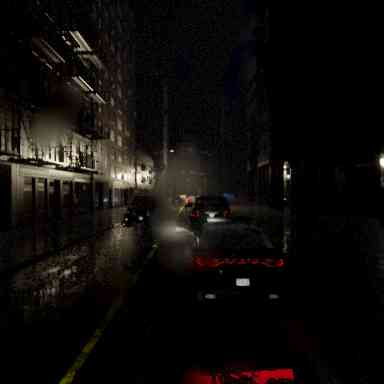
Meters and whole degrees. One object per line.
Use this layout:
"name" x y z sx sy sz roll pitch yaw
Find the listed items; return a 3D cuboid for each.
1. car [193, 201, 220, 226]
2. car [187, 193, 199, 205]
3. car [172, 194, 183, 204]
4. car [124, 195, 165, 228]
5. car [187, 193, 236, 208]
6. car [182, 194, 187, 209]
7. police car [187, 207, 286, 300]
"car" 0.962 1.493 24.450 1.837 1.490 4.892 0 0 0
"car" 0.150 1.225 59.564 2.150 2.045 5.566 0 0 0
"car" -2.877 1.530 64.820 1.812 1.442 4.674 0 0 1
"car" -3.045 1.208 22.596 2.150 2.045 5.566 0 0 0
"car" 0.946 1.214 18.480 2.150 2.045 5.566 0 0 0
"car" 0.147 1.346 45.569 2.097 1.767 4.553 0 0 1
"police car" 0.920 1.419 8.560 1.930 1.638 5.238 0 0 0
